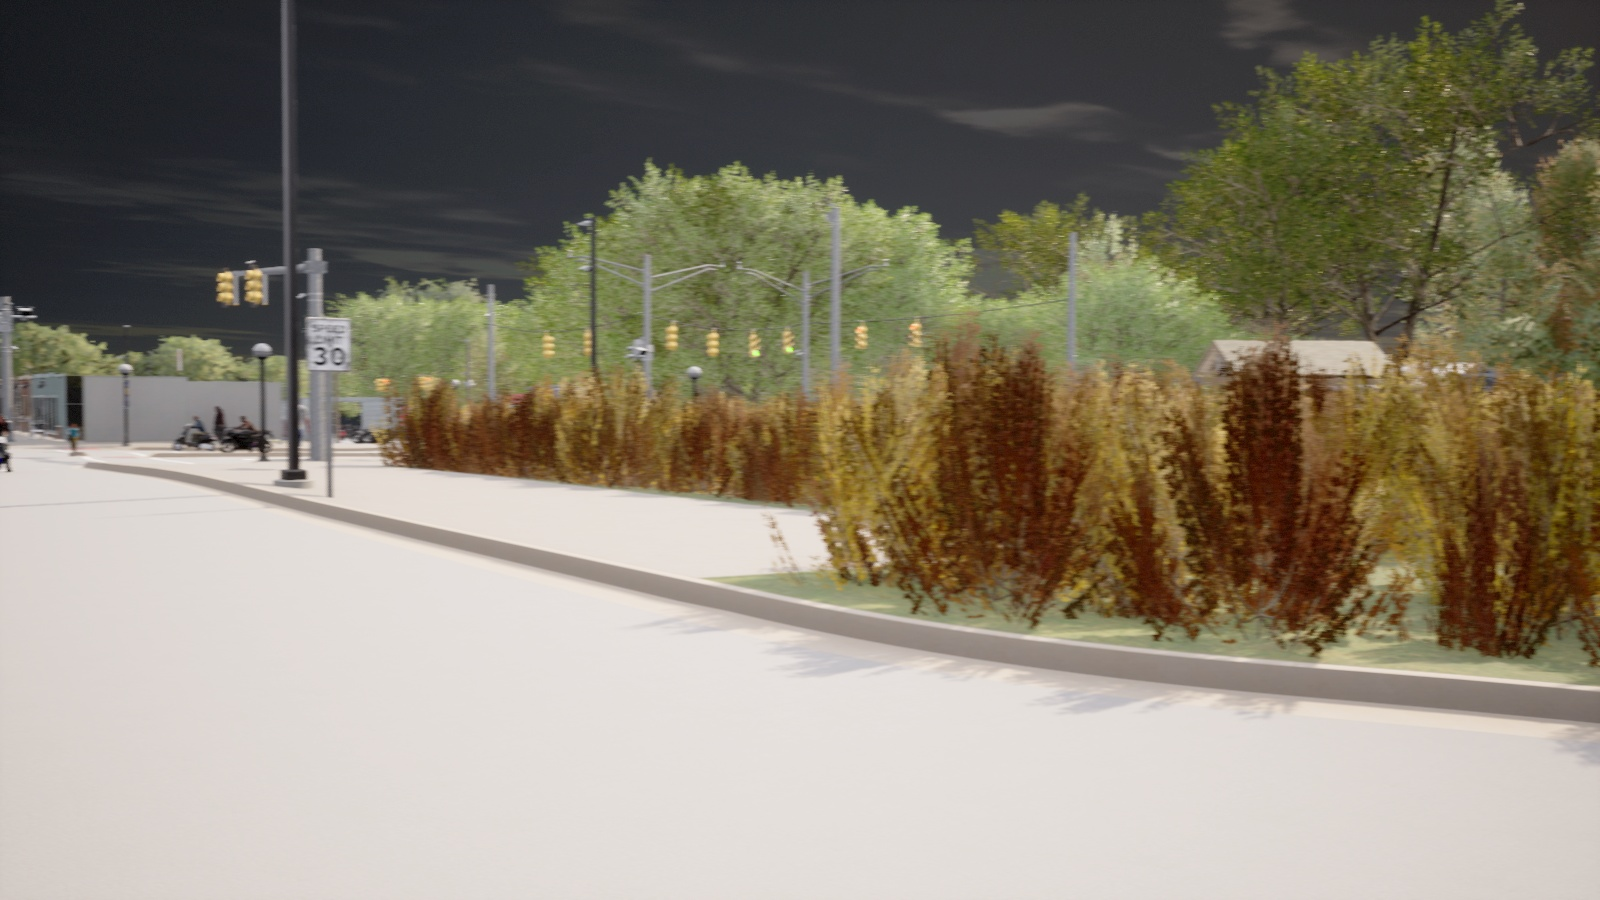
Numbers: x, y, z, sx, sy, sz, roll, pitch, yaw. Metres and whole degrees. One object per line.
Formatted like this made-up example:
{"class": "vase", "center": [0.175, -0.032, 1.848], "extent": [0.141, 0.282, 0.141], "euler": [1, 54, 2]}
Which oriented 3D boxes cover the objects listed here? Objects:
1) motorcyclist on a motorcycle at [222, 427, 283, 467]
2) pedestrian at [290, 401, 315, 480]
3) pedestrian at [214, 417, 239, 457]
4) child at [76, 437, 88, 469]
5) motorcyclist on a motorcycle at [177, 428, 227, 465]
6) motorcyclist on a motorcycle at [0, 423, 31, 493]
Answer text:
{"class": "motorcyclist on a motorcycle", "center": [-21.316, -0.129, 48.900], "extent": [2.044, 1.523, 0.797], "euler": [-1, 2, -42]}
{"class": "pedestrian", "center": [-11.748, -0.224, 29.636], "extent": [0.354, 1.836, 0.706], "euler": [-3, 3, -34]}
{"class": "pedestrian", "center": [-27.017, -0.634, 59.155], "extent": [0.899, 1.844, 0.634], "euler": [-3, 3, -36]}
{"class": "child", "center": [-27.273, 0.100, 47.695], "extent": [0.343, 1.192, 0.448], "euler": [-2, 3, -30]}
{"class": "motorcyclist on a motorcycle", "center": [-26.024, -0.173, 54.671], "extent": [1.817, 1.590, 0.866], "euler": [-1, 1, -35]}
{"class": "motorcyclist on a motorcycle", "center": [-18.188, 0.184, 28.650], "extent": [0.866, 1.530, 2.191], "euler": [-3, 1, -36]}
